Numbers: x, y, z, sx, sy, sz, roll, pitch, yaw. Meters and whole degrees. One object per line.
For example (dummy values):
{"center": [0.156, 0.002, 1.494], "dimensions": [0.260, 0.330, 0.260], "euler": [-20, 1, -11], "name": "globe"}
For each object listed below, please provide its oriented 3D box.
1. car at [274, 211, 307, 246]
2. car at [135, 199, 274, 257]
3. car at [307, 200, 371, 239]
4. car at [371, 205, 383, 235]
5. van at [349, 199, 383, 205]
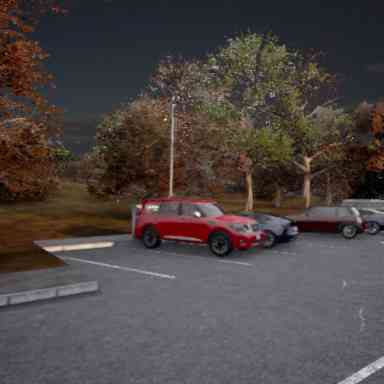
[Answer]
{"center": [2.478, 1.633, 15.415], "dimensions": [4.792, 1.488, 2.163], "euler": [-1, -1, 34], "name": "car"}
{"center": [0.140, 1.323, 13.674], "dimensions": [5.566, 2.045, 2.435], "euler": [-1, -2, 34], "name": "car"}
{"center": [7.308, 1.536, 18.826], "dimensions": [4.553, 1.767, 2.185], "euler": [-1, -1, 34], "name": "car"}
{"center": [9.649, 1.723, 20.575], "dimensions": [4.792, 1.488, 2.163], "euler": [-1, -1, 34], "name": "car"}
{"center": [11.965, 1.499, 22.342], "dimensions": [4.442, 1.987, 1.878], "euler": [-1, -1, 34], "name": "van"}
